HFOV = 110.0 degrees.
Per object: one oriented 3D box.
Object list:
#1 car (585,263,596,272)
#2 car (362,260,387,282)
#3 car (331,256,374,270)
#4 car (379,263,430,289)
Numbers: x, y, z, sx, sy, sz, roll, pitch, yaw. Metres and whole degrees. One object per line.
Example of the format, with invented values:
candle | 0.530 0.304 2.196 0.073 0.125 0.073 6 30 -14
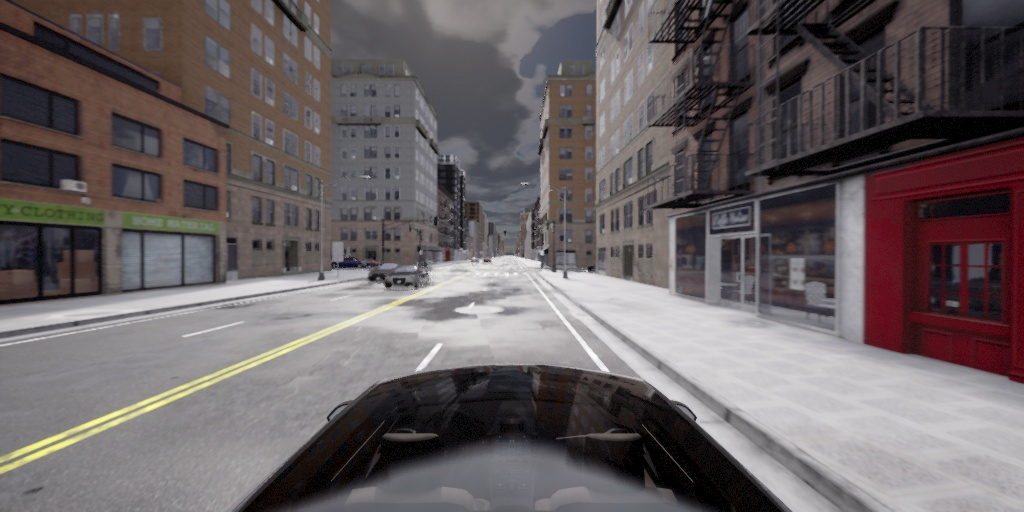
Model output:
car | 12.086 1.504 47.295 4.718 1.301 1.895 1 0 0
car | -9.825 1.281 29.066 2.033 1.411 5.357 0 0 0
car | -21.067 0.842 47.187 4.553 1.767 2.097 0 0 0
car | -6.593 1.305 22.938 1.994 1.385 4.181 0 0 0
